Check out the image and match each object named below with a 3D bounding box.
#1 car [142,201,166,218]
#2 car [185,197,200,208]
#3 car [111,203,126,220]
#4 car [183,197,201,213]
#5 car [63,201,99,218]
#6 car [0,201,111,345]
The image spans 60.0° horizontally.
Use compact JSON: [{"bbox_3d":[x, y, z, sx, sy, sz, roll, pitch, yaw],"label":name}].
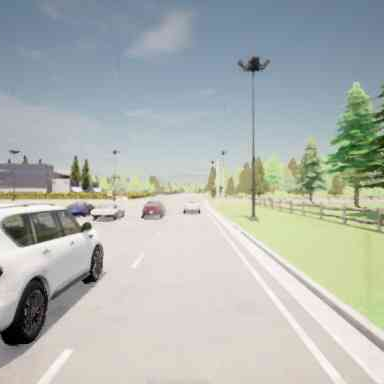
[{"bbox_3d":[-3.420,1.542,30.248,1.812,1.442,4.674,0,0,0],"label":"car"},{"bbox_3d":[0.026,1.520,49.533,2.128,1.511,4.902,0,0,0],"label":"car"},{"bbox_3d":[-6.919,1.615,28.143,1.895,1.301,4.718,0,0,0],"label":"car"},{"bbox_3d":[0.010,1.547,36.896,1.812,1.442,4.674,0,0,1],"label":"car"},{"bbox_3d":[-10.420,1.579,31.547,1.994,1.385,4.181,0,0,0],"label":"car"},{"bbox_3d":[-3.404,1.223,6.500,2.150,2.045,5.566,0,0,0],"label":"car"}]
